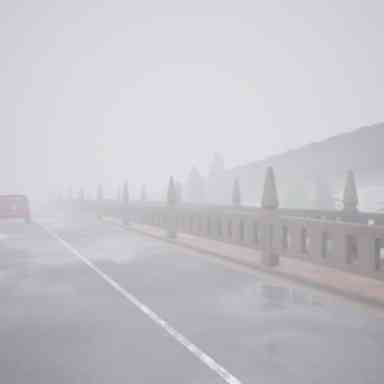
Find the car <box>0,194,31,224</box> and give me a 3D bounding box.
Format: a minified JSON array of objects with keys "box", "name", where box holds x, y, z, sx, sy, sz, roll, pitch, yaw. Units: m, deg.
[{"box":[-13.122,1.153,24.349,2.150,2.045,5.566,0,0,-30],"name":"car"}]
